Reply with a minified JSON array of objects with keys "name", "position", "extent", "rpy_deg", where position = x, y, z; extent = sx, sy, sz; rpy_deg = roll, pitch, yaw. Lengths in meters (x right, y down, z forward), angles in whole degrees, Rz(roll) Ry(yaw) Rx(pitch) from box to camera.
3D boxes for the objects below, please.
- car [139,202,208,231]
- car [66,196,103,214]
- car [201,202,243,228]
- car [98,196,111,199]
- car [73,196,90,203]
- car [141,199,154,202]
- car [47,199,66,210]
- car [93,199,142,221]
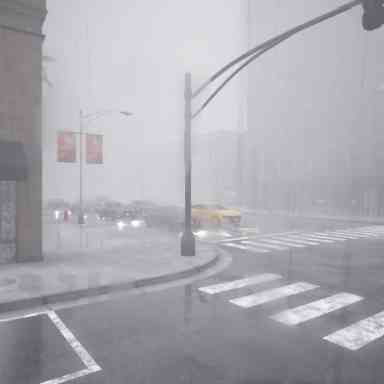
[{"name":"car","position":[-1.224,1.541,20.424],"extent":[1.994,1.385,4.181],"rpy_deg":[0,0,-36]},{"name":"car","position":[-11.069,1.477,34.108],"extent":[1.812,1.442,4.674],"rpy_deg":[0,0,-36]},{"name":"car","position":[1.284,1.451,22.504],"extent":[1.882,1.535,5.008],"rpy_deg":[0,0,-35]},{"name":"car","position":[-10.250,1.295,38.529],"extent":[2.097,1.767,4.553],"rpy_deg":[0,0,-36]},{"name":"car","position":[-22.041,1.450,66.332],"extent":[1.994,1.385,4.181],"rpy_deg":[0,0,-36]},{"name":"car","position":[-4.264,1.463,30.203],"extent":[1.837,1.490,4.892],"rpy_deg":[0,0,-36]},{"name":"car","position":[-17.054,1.537,42.459],"extent":[1.895,1.301,4.718],"rpy_deg":[0,0,-35]},{"name":"car","position":[-6.144,1.528,27.241],"extent":[1.994,1.385,4.181],"rpy_deg":[0,0,-37]}]
